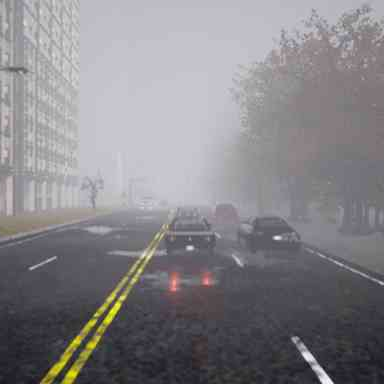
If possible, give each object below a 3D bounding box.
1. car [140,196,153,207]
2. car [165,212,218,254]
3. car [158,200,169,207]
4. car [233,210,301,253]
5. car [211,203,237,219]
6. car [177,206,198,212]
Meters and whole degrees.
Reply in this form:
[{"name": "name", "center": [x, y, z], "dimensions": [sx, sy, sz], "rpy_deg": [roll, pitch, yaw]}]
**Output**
[{"name": "car", "center": [-8.622, 1.841, 63.329], "dimensions": [2.150, 2.045, 5.566], "rpy_deg": [0, -1, -3]}, {"name": "car", "center": [-0.089, 1.737, 14.167], "dimensions": [1.895, 1.301, 4.718], "rpy_deg": [0, -1, -1]}, {"name": "car", "center": [-5.390, 2.180, 63.625], "dimensions": [1.994, 1.385, 4.181], "rpy_deg": [0, -1, -3]}, {"name": "car", "center": [3.162, 1.702, 14.405], "dimensions": [1.994, 1.385, 4.181], "rpy_deg": [0, -1, -1]}, {"name": "car", "center": [2.793, 1.722, 29.652], "dimensions": [1.882, 1.535, 5.008], "rpy_deg": [-3, -2, -2]}, {"name": "car", "center": [-0.421, 1.880, 29.190], "dimensions": [1.895, 1.301, 4.718], "rpy_deg": [0, -1, -2]}]
